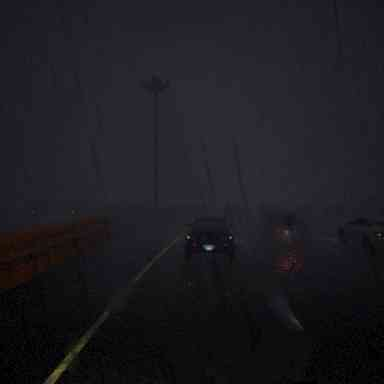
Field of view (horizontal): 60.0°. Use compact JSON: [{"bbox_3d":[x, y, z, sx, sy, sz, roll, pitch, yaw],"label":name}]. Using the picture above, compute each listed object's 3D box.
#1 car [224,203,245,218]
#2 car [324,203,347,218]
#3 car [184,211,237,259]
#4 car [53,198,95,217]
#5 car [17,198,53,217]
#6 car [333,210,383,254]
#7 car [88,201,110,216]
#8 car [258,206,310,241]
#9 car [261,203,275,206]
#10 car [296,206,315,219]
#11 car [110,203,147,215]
[{"bbox_3d":[4.560,1.959,35.483,2.128,1.511,4.902,0,-1,14],"label":"car"},{"bbox_3d":[15.680,1.972,36.469,1.882,1.535,5.008,0,-1,16],"label":"car"},{"bbox_3d":[0.755,1.702,13.401,1.812,1.442,4.674,0,-1,5],"label":"car"},{"bbox_3d":[-13.006,1.699,38.224,2.150,2.045,5.566,0,0,14],"label":"car"},{"bbox_3d":[-16.847,1.680,37.180,2.150,2.045,5.566,0,0,13],"label":"car"},{"bbox_3d":[7.870,1.722,14.275,1.812,1.442,4.674,0,-1,6],"label":"car"},{"bbox_3d":[-9.476,2.043,37.797,1.994,1.385,4.181,0,-1,14],"label":"car"},{"bbox_3d":[4.816,1.749,18.242,1.837,1.490,4.892,0,-1,7],"label":"car"},{"bbox_3d":[8.167,1.963,35.486,2.128,1.511,4.902,0,-1,14],"label":"car"},{"bbox_3d":[11.368,2.058,34.013,1.895,1.301,4.718,0,-1,14],"label":"car"},{"bbox_3d":[-6.399,1.947,35.648,2.128,1.511,4.902,0,-1,13],"label":"car"}]
